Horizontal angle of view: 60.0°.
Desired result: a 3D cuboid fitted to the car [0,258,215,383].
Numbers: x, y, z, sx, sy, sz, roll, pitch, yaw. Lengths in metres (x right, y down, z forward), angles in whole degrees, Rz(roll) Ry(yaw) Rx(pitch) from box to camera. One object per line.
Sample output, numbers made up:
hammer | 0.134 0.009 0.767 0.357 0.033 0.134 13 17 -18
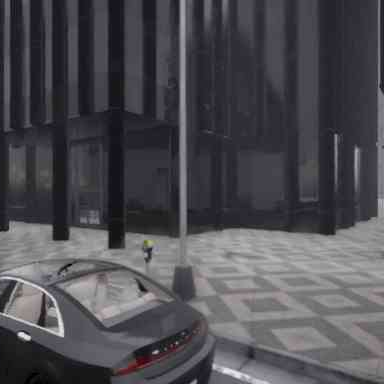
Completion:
car | -1.812 1.552 4.258 4.403 1.369 2.008 0 0 35
